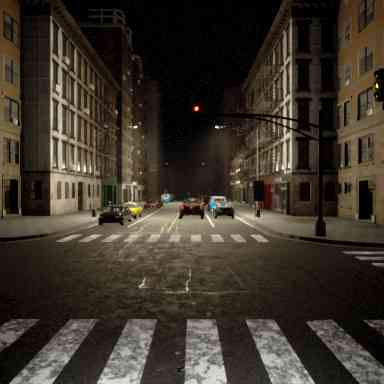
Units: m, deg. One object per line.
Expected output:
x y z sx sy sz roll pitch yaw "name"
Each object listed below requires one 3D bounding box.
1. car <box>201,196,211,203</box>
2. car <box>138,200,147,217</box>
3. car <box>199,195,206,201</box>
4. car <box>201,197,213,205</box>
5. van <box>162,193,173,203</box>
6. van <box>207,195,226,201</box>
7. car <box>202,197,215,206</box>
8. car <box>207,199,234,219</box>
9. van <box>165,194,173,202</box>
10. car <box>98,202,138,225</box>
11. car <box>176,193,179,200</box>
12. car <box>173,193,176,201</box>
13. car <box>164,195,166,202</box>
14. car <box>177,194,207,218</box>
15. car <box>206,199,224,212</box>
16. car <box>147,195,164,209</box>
2.743 1.521 66.966 1.752 1.417 4.829 0 0 0 "car"
-5.355 1.523 28.794 1.752 1.417 4.829 0 0 0 "car"
2.779 1.560 88.422 1.947 1.339 4.313 0 0 0 "car"
2.734 1.546 61.391 2.008 1.369 4.403 0 0 0 "car"
-5.336 1.337 66.807 1.690 1.788 3.998 0 0 0 "van"
2.689 1.338 34.359 1.690 1.788 3.998 0 0 0 "van"
2.725 1.562 55.984 1.947 1.339 4.313 0 0 0 "car"
2.680 1.548 28.953 2.008 1.369 4.403 0 0 0 "car"
-5.331 1.336 77.620 1.690 1.788 3.998 0 0 0 "van"
-5.357 1.549 23.557 2.008 1.369 4.403 0 0 0 "car"
-5.325 1.545 88.432 2.008 1.369 4.403 0 0 0 "car"
-5.333 1.310 72.213 2.192 1.841 5.009 0 0 0 "car"
-5.344 1.521 50.418 1.752 1.417 4.829 0 0 0 "car"
0.029 1.349 29.880 2.097 1.767 4.553 0 0 1 "car"
2.698 1.578 39.766 1.802 1.307 4.206 0 0 0 "car"
-5.347 1.436 45.182 1.967 1.590 4.097 0 0 0 "car"
